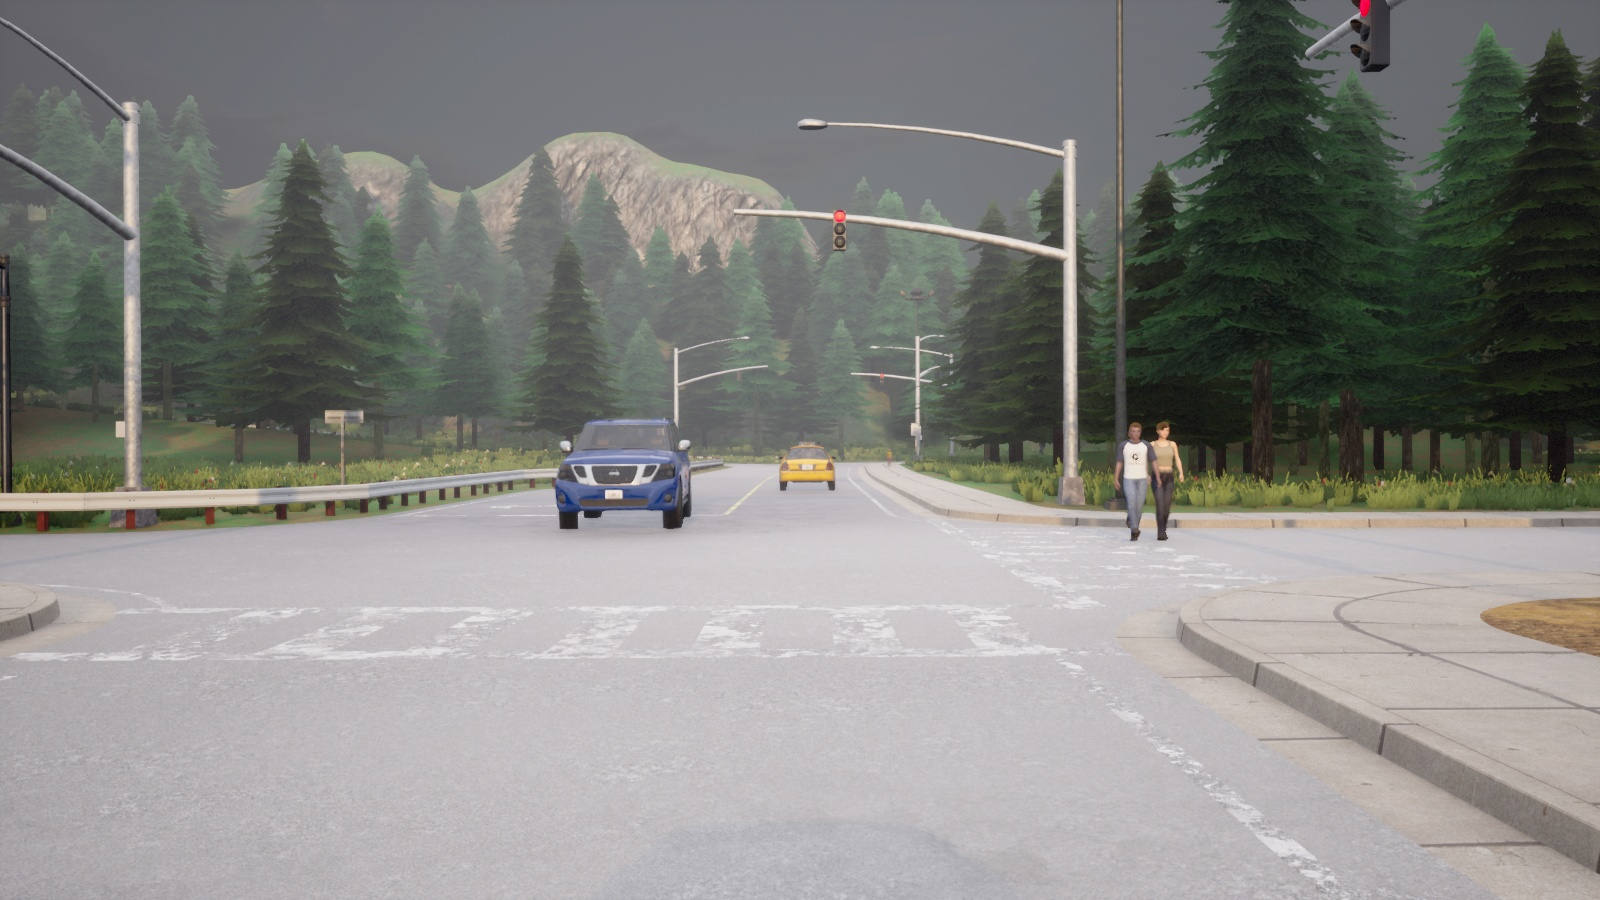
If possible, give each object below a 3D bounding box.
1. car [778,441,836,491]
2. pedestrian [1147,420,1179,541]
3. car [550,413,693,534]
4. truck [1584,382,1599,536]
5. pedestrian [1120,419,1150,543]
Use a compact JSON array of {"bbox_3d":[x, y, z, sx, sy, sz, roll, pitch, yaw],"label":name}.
[{"bbox_3d":[0.245,0.487,41.831,1.801,1.575,5.366,0,0,0],"label":"car"},{"bbox_3d":[5.586,0.459,19.317,0.345,1.836,0.594,0,0,3],"label":"pedestrian"},{"bbox_3d":[-3.260,0.372,24.033,2.150,2.045,5.566,0,0,-2],"label":"car"},{"bbox_3d":[15.397,0.143,19.161,5.204,2.467,2.627,0,0,1],"label":"truck"},{"bbox_3d":[5.048,0.452,18.939,0.354,1.836,0.706,0,0,10],"label":"pedestrian"}]
